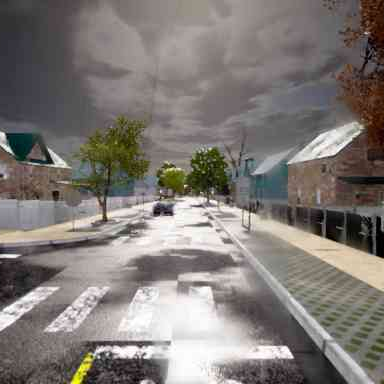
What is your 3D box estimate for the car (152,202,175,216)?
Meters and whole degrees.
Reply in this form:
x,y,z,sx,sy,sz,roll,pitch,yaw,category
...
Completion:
x,y,z,sx,sy,sz,roll,pitch,yaw,category
-2.741,1.621,32.640,1.895,1.301,4.718,0,0,0,car
